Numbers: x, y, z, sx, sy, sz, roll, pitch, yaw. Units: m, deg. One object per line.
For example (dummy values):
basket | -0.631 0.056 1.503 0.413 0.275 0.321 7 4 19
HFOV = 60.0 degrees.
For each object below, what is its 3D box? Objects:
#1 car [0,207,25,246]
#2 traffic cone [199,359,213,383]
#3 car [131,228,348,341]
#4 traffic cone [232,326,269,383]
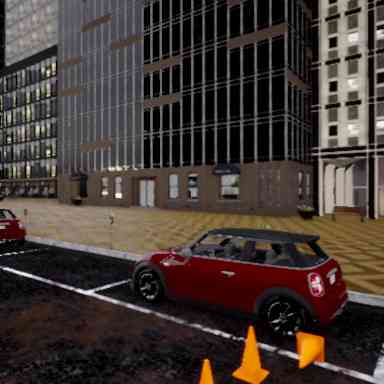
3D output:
car | -8.353 1.265 13.022 4.097 1.590 1.967 1 0 36
traffic cone | 0.136 1.939 3.262 0.340 0.580 0.340 1 0 36
car | 0.696 1.410 6.527 4.097 1.590 1.967 1 0 36
traffic cone | 0.719 1.940 4.074 0.340 0.580 0.340 1 0 36
